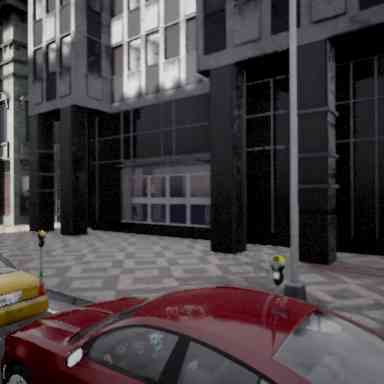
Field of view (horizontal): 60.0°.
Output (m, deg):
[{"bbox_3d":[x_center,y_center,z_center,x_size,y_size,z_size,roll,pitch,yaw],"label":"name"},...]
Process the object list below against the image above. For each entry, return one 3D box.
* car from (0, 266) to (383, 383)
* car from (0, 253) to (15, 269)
[{"bbox_3d":[0.063,1.559,2.917,4.507,1.381,1.887,-1,0,36],"label":"car"},{"bbox_3d":[-4.664,1.593,6.297,4.829,1.417,1.752,-1,0,36],"label":"car"}]
